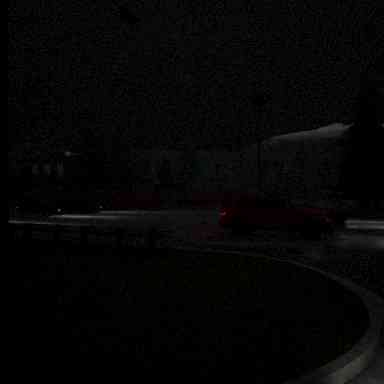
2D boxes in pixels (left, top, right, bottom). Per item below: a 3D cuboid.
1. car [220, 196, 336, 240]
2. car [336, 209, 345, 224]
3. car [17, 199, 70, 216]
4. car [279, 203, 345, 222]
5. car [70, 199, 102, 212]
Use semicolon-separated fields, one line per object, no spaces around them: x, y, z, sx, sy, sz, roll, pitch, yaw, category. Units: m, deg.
4.215;1.219;17.056;5.566;2.045;2.150;0;0;23;car
8.012;1.594;23.056;4.718;1.301;1.895;0;0;23;car
-14.895;1.489;32.605;4.902;1.511;2.128;0;0;23;car
9.418;1.593;26.262;4.718;1.301;1.895;0;0;23;car
-12.681;1.488;37.599;4.902;1.511;2.128;0;0;8;car
